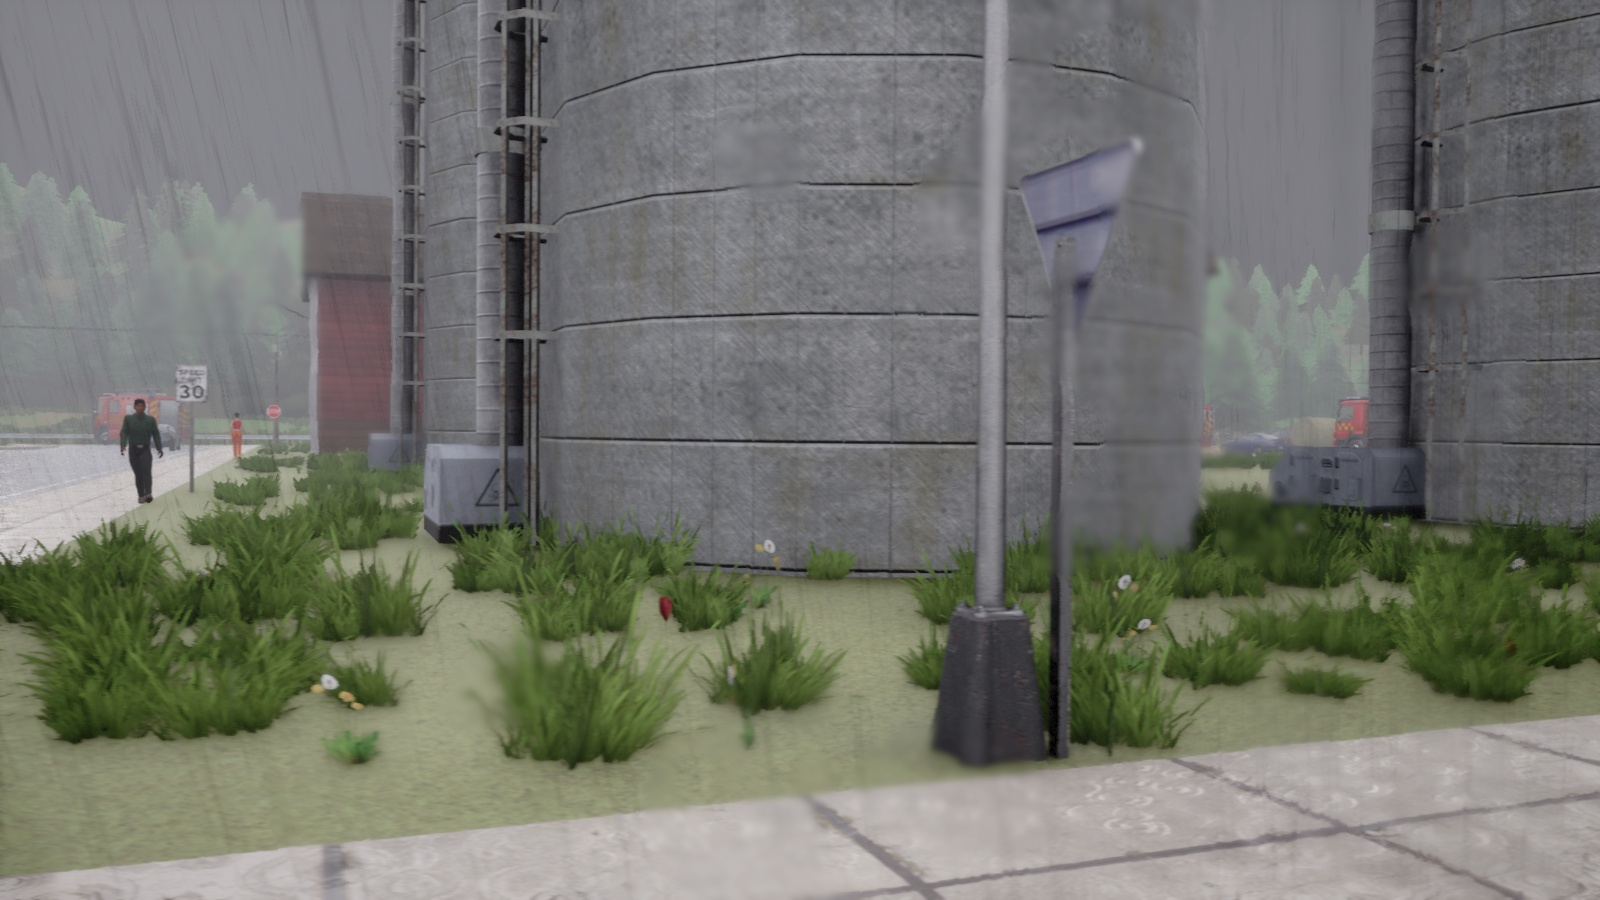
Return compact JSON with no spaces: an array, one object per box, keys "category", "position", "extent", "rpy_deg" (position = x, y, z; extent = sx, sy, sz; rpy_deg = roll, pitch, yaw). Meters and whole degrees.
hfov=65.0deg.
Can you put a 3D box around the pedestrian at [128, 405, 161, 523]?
[{"category":"pedestrian","position":[-11.064,0.232,21.196],"extent":[0.423,1.949,0.788],"rpy_deg":[-1,1,-30]}]

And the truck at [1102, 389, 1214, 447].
[{"category":"truck","position":[24.864,-2.208,87.732],"extent":[2.891,3.827,8.468],"rpy_deg":[-1,1,-22]}]

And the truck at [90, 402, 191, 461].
[{"category":"truck","position":[-44.893,-1.249,85.339],"extent":[8.468,3.827,2.891],"rpy_deg":[0,1,39]}]

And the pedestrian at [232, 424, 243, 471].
[{"category":"pedestrian","position":[-21.975,-0.103,49.034],"extent":[0.345,1.836,0.594],"rpy_deg":[-1,1,-24]}]

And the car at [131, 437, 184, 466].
[{"category":"car","position":[-35.700,0.062,69.904],"extent":[2.163,1.488,4.792],"rpy_deg":[-1,1,-22]}]

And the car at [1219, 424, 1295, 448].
[{"category":"car","position":[28.528,-0.904,78.579],"extent":[1.812,1.442,4.674],"rpy_deg":[-1,1,-21]}]

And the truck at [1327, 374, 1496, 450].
[{"category":"truck","position":[32.783,-1.980,67.832],"extent":[2.891,3.827,8.468],"rpy_deg":[0,1,-22]}]
